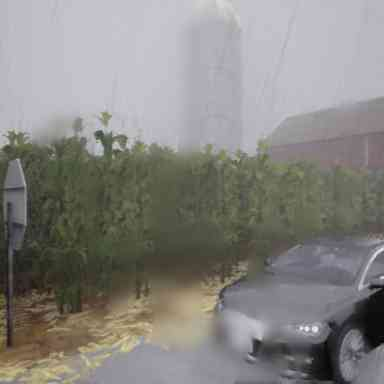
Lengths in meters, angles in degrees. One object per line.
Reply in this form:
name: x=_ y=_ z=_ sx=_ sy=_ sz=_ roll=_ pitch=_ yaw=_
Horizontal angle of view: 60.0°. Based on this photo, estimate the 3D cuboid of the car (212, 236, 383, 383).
car: x=2.485 y=1.560 z=5.586 sx=4.902 sy=1.511 sz=2.128 roll=1 pitch=-1 yaw=-39
